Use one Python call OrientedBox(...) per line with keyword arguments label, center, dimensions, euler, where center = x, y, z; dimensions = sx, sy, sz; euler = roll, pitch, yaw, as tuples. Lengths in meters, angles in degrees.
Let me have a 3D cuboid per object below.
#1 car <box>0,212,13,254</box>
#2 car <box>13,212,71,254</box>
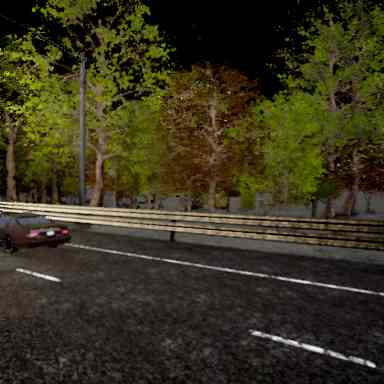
OrientedBox(label="car", center=(-7.652, 1.196, 9.462), dimensions=(5.566, 2.045, 2.150), euler=(0, 0, 36))
OrientedBox(label="car", center=(-7.116, 1.512, 13.381), dimensions=(5.357, 1.411, 2.033), euler=(0, 0, 36))
